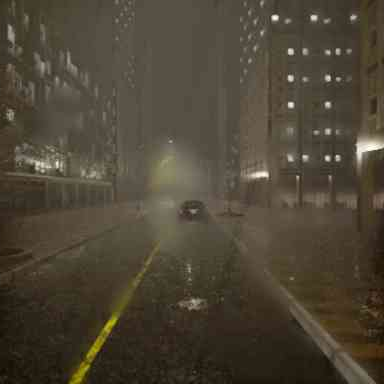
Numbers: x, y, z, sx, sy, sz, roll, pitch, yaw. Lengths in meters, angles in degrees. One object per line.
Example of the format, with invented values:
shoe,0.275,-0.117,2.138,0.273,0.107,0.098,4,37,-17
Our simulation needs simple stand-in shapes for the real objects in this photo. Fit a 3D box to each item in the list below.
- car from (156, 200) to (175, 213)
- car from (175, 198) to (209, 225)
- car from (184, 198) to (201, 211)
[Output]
car,-2.814,1.556,35.971,1.895,1.301,4.718,0,0,0
car,0.094,1.310,23.508,2.097,1.767,4.553,0,0,0
car,0.091,1.502,41.920,2.033,1.411,5.357,0,0,0
